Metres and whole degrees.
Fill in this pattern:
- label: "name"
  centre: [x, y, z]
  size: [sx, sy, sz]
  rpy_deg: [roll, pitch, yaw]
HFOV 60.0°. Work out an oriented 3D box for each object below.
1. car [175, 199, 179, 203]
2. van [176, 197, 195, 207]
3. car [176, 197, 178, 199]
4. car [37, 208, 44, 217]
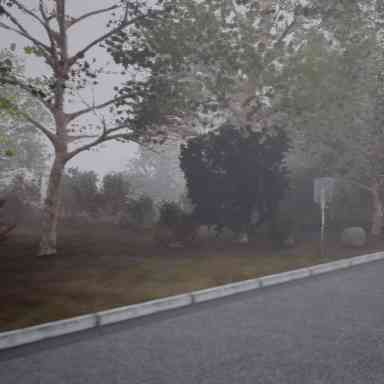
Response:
- label: "car"
  centre: [-2.459, 2.325, 53.045]
  size: [2.163, 1.488, 4.792]
  rpy_deg: [0, 0, -36]
- label: "van"
  centre: [-1.415, 2.005, 69.758]
  size: [1.878, 1.987, 4.442]
  rpy_deg: [-1, 0, -36]
- label: "car"
  centre: [-3.781, 2.000, 68.246]
  size: [2.435, 2.045, 5.566]
  rpy_deg: [-1, 0, -36]
- label: "car"
  centre: [-18.288, 2.308, 41.765]
  size: [2.097, 1.535, 5.008]
  rpy_deg: [0, 0, -36]
